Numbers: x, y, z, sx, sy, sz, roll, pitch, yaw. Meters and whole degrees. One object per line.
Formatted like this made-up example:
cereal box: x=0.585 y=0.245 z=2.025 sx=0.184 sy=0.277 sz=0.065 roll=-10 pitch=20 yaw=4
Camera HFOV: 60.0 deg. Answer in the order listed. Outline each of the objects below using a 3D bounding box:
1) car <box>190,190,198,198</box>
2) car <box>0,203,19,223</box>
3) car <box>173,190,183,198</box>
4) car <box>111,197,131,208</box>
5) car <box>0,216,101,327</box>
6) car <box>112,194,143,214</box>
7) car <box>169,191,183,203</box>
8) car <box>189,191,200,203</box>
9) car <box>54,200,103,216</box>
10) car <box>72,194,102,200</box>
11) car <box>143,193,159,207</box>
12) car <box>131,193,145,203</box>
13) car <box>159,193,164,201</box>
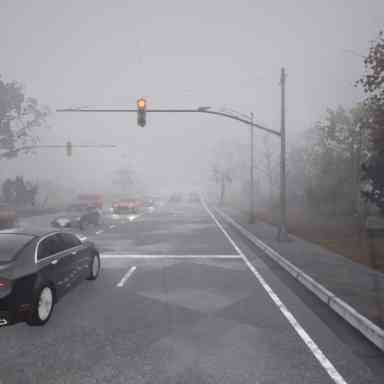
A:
car: x=0.440 y=0.455 z=74.285 sx=1.882 sy=1.535 sz=5.008 roll=0 pitch=3 yaw=0
car: x=-10.537 y=1.352 z=16.344 sx=2.097 sy=1.767 sz=4.553 roll=0 pitch=0 yaw=0
car: x=-3.054 y=0.445 z=74.496 sx=1.882 sy=1.535 sz=5.008 roll=0 pitch=3 yaw=0
car: x=-10.324 y=1.473 z=48.795 sx=1.882 sy=1.535 sz=5.008 roll=0 pitch=0 yaw=0
car: x=-3.377 y=1.505 z=7.034 sx=1.837 sy=1.490 sz=4.892 roll=0 pitch=0 yaw=0
car: x=-6.911 y=1.351 z=35.308 sx=2.097 sy=1.767 sz=4.553 roll=0 pitch=0 yaw=0
car: x=-3.045 y=0.984 z=61.592 sx=2.097 sy=1.767 sz=4.553 roll=0 pitch=3 yaw=0
car: x=0.454 y=1.130 z=61.431 sx=2.128 sy=1.511 sz=4.902 roll=0 pitch=3 yaw=0
car: x=-7.010 y=1.492 z=20.525 sx=2.128 sy=1.511 sz=4.902 roll=0 pitch=0 yaw=0
car: x=-10.442 y=1.221 z=33.045 sx=2.150 sy=2.045 sz=5.566 roll=0 pitch=0 yaw=0
car: x=-6.804 y=1.332 z=50.741 sx=2.097 sy=1.767 sz=4.553 roll=0 pitch=1 yaw=0
car: x=-10.187 y=1.098 z=62.835 sx=1.812 sy=1.442 sz=4.674 roll=0 pitch=3 yaw=1
car: x=-6.632 y=0.867 z=66.344 sx=1.882 sy=1.535 sz=5.008 roll=0 pitch=3 yaw=1
